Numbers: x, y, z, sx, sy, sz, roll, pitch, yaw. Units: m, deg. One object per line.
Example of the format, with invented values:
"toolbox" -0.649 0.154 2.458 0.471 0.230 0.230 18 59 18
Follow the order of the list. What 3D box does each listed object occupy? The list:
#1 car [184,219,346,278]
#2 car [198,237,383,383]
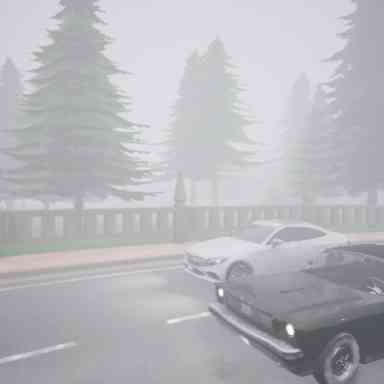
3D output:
"car" 2.080 1.471 8.666 4.674 1.442 1.812 0 0 -25
"car" 2.668 1.575 5.190 4.718 1.301 1.895 0 0 -26
